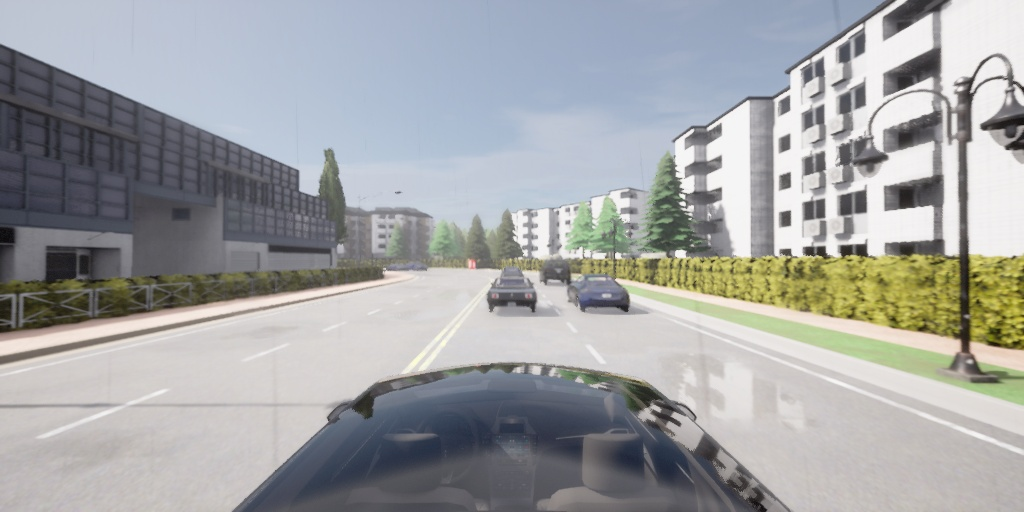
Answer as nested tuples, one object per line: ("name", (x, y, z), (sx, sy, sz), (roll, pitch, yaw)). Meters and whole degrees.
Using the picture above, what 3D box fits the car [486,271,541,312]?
("car", (0.020, 1.494, 15.082), (1.895, 1.301, 4.718), (0, -1, 0))

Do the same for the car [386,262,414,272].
("car", (-18.739, 1.910, 58.995), (2.033, 1.411, 5.357), (1, -1, -44))

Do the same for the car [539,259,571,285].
("car", (3.500, 1.272, 29.434), (2.150, 2.045, 5.566), (0, 0, 0))

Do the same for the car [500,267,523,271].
("car", (-0.037, 1.621, 30.309), (1.994, 1.385, 4.181), (0, -1, -1))

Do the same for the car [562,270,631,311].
("car", (3.525, 1.460, 15.285), (1.994, 1.385, 4.181), (0, -1, 0))

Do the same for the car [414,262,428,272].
("car", (-16.315, 1.741, 61.443), (2.097, 1.767, 4.553), (1, -1, -45))
